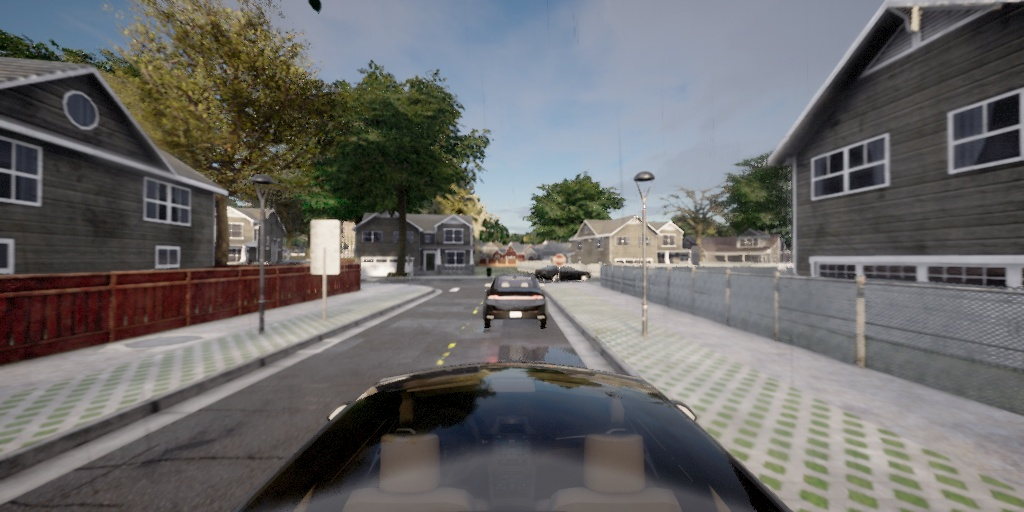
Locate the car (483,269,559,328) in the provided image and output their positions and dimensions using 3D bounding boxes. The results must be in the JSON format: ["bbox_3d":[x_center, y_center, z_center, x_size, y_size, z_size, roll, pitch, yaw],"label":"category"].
[{"bbox_3d":[0.099,1.331,11.750,2.128,1.511,4.902,0,-1,0],"label":"car"}]

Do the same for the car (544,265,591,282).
[{"bbox_3d":[4.342,1.491,30.206,5.008,1.535,1.882,1,-2,-29],"label":"car"}]

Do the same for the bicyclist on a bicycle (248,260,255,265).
[{"bbox_3d":[-22.347,1.139,30.737,0.582,1.620,1.656,1,0,-12],"label":"bicyclist on a bicycle"}]

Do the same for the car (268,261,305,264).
[{"bbox_3d":[-15.629,1.202,26.140,4.553,1.767,2.097,1,-1,-12],"label":"car"}]
